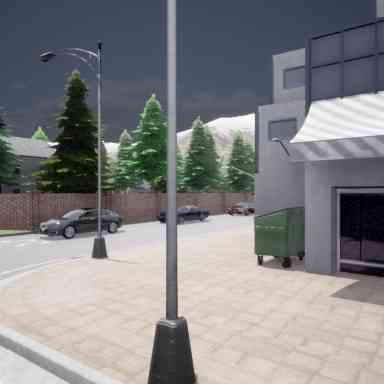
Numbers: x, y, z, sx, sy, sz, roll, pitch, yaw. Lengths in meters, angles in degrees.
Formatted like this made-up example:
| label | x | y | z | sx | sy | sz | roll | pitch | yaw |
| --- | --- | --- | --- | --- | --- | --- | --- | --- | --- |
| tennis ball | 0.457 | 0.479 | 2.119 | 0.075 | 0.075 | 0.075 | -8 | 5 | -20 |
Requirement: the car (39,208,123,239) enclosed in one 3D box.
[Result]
| label | x | y | z | sx | sy | sz | roll | pitch | yaw |
| --- | --- | --- | --- | --- | --- | --- | --- | --- | --- |
| car | -6.158 | 1.681 | 18.908 | 1.837 | 1.490 | 4.892 | 0 | 0 | 36 |

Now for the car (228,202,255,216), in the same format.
| label | x | y | z | sx | sy | sz | roll | pitch | yaw |
| --- | --- | --- | --- | --- | --- | --- | --- | --- | --- |
| car | 5.404 | 1.740 | 34.517 | 1.994 | 1.385 | 4.181 | 0 | 0 | 36 |

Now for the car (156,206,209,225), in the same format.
| label | x | y | z | sx | sy | sz | roll | pitch | yaw |
| --- | --- | --- | --- | --- | --- | --- | --- | --- | --- |
| car | -0.644 | 1.777 | 26.353 | 1.895 | 1.301 | 4.718 | 0 | 0 | 36 |
